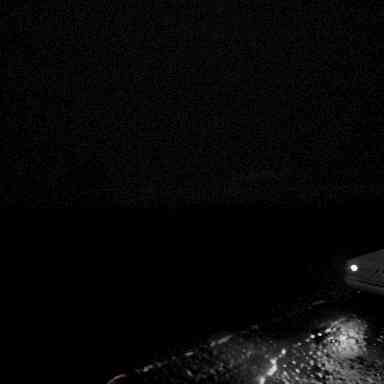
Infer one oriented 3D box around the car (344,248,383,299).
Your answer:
[{"bbox_3d":[5.253,1.517,7.177,4.718,1.301,1.895,-1,0,-38],"label":"car"}]
